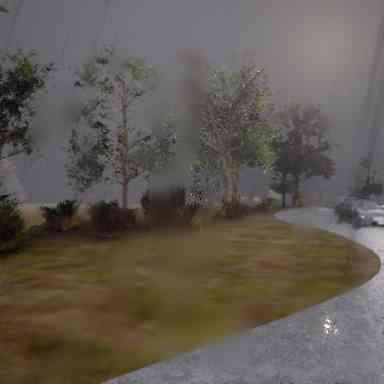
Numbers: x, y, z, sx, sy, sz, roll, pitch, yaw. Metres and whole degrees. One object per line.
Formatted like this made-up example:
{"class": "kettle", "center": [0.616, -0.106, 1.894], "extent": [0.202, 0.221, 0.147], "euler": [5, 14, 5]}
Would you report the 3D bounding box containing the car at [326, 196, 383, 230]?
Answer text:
{"class": "car", "center": [9.488, 1.217, 18.655], "extent": [2.128, 1.511, 4.902], "euler": [0, 0, 6]}
